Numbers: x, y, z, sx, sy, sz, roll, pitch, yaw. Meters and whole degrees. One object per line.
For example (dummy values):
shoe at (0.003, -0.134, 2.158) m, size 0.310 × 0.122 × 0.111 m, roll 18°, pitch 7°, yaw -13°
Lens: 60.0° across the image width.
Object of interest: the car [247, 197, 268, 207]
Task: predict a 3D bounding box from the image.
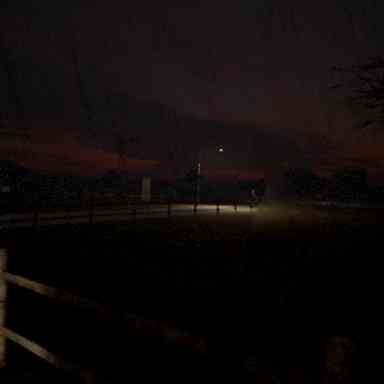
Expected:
car at (10.439, 1.477, 52.609) m, size 2.128 × 1.511 × 4.902 m, roll 4°, pitch 1°, yaw 36°
